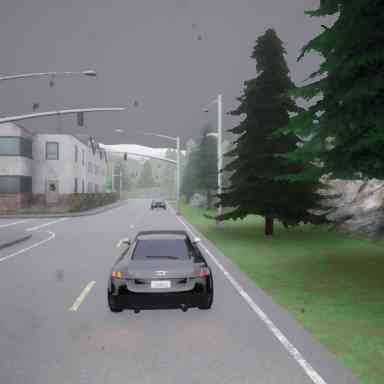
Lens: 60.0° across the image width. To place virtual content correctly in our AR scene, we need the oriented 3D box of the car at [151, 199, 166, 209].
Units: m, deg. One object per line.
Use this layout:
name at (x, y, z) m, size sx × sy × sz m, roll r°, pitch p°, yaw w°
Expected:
car at (-4.449, 1.601, 43.921) m, size 1.895 × 1.301 × 4.718 m, roll 0°, pitch 0°, yaw -6°

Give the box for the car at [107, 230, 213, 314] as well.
car at (-0.697, 1.564, 7.750) m, size 1.994 × 1.385 × 4.181 m, roll 0°, pitch 0°, yaw -5°
